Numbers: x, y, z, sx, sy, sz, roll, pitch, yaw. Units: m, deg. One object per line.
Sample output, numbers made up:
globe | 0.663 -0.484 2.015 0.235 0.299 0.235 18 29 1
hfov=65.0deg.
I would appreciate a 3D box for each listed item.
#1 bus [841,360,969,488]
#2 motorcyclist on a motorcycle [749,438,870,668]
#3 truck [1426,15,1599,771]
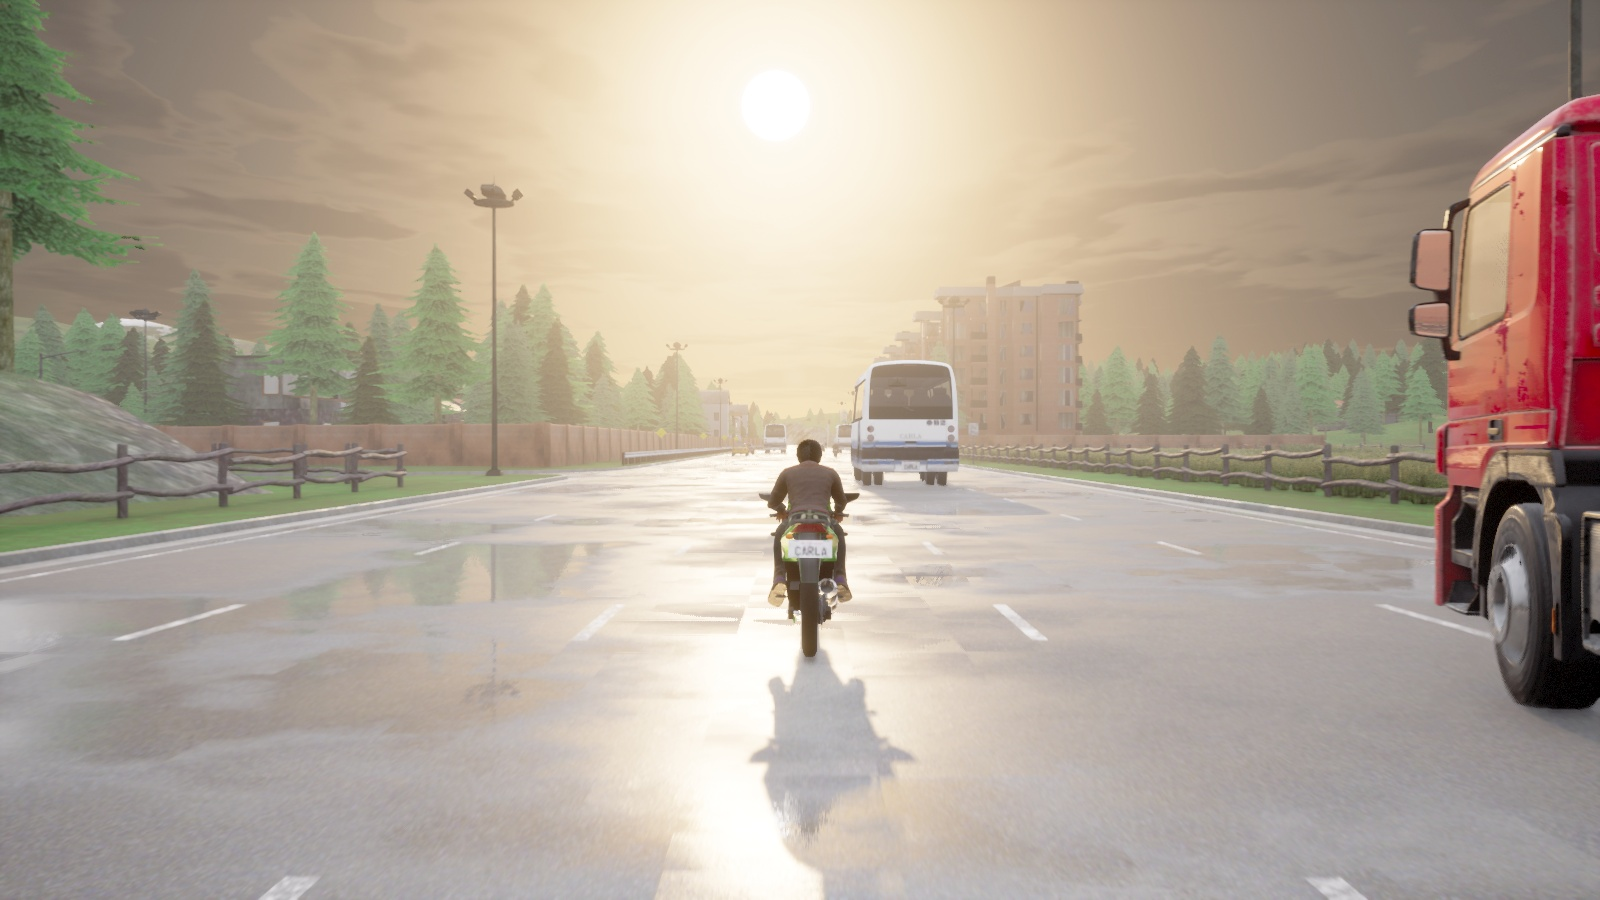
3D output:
bus | 3.669 -0.892 46.985 3.944 4.253 10.273 0 0 0
motorcyclist on a motorcycle | 0.068 0.676 9.346 0.797 1.523 2.044 0 0 0
truck | 4.870 -0.257 4.557 2.891 3.462 7.936 0 0 13
